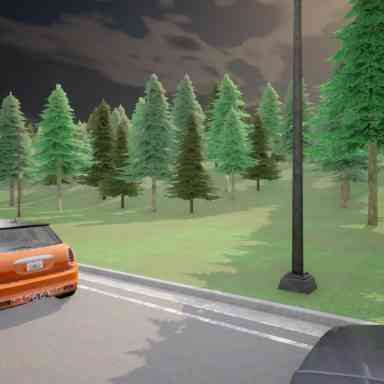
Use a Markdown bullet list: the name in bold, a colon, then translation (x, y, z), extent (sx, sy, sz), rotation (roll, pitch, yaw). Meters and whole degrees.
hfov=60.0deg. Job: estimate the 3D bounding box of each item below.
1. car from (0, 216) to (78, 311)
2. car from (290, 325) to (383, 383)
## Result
- **car**: translation (-4.571, 1.352, 7.253), extent (4.553, 1.767, 2.097), rotation (0, 0, 36)
- **car**: translation (3.230, 1.547, 1.691), extent (5.357, 1.411, 2.033), rotation (0, 0, 36)
